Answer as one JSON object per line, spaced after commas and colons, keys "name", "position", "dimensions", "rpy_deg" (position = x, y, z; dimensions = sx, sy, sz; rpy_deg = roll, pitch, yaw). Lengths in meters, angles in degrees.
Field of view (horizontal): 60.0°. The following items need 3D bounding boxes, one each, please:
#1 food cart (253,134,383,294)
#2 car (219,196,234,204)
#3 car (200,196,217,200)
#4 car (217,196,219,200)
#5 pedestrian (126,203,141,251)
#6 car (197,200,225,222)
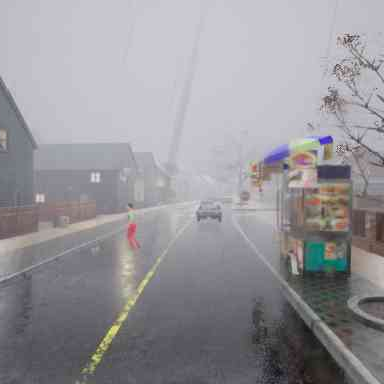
{"name": "food cart", "position": [3.296, 0.464, 9.791], "dimensions": [2.280, 3.560, 4.660], "rpy_deg": [1, 1, 2]}
{"name": "car", "position": [7.058, 1.453, 64.845], "dimensions": [1.882, 1.535, 5.008], "rpy_deg": [0, 0, 11]}
{"name": "car", "position": [2.514, 1.519, 56.650], "dimensions": [2.033, 1.411, 5.357], "rpy_deg": [0, 0, 10]}
{"name": "car", "position": [5.607, 1.561, 71.921], "dimensions": [1.895, 1.301, 4.718], "rpy_deg": [0, 0, 12]}
{"name": "pedestrian", "position": [-2.280, 1.288, 12.588], "dimensions": [0.375, 1.860, 0.375], "rpy_deg": [-1, 1, 4]}
{"name": "car", "position": [1.466, 1.591, 26.618], "dimensions": [1.895, 1.301, 4.718], "rpy_deg": [0, 0, 5]}
